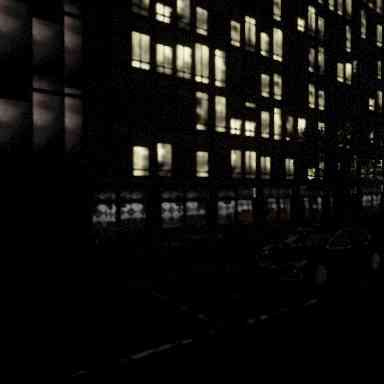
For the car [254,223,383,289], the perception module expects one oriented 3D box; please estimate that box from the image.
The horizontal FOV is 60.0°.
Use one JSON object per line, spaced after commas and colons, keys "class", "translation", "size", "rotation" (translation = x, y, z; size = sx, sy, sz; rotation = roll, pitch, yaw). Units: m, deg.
{"class": "car", "translation": [3.597, 1.576, 9.137], "size": [4.403, 1.369, 2.008], "rotation": [0, -1, -36]}
